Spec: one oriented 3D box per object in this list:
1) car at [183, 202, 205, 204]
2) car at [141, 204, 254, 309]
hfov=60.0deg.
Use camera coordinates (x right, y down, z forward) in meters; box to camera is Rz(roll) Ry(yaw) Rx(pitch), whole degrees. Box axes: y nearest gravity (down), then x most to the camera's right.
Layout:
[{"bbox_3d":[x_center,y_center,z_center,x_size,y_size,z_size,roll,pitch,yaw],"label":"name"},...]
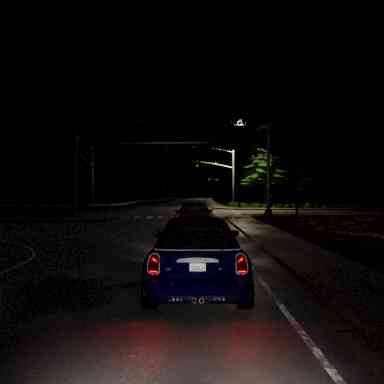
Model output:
[{"bbox_3d":[0.105,1.337,18.247,2.097,1.767,4.553,0,0,0],"label":"car"},{"bbox_3d":[0.101,1.347,7.999,2.097,1.767,4.553,0,0,0],"label":"car"}]
